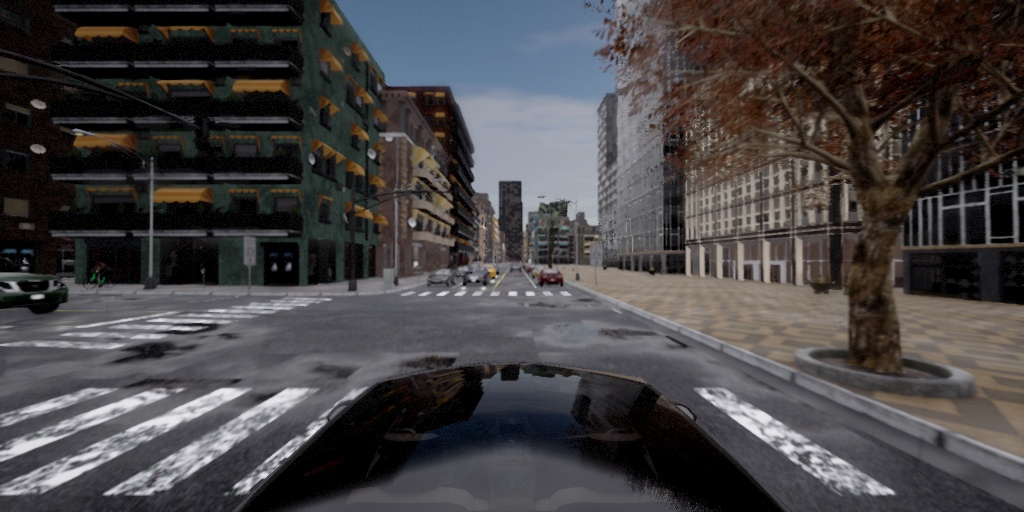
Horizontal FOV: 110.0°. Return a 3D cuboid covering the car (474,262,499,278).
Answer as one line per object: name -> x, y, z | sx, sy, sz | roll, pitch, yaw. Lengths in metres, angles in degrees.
car -> -2.753, 1.685, 38.671 | 1.882, 1.535, 5.008 | 0, -1, 0

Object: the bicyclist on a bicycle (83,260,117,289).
bicyclist on a bicycle -> -22.991, 1.030, 20.039 | 0.582, 1.620, 1.656 | 1, 0, 0

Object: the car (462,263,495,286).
car -> -2.831, 1.581, 29.297 | 2.128, 1.511, 4.902 | 0, -1, 1

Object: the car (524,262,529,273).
car -> 3.193, 1.992, 55.606 | 1.802, 1.307, 4.207 | 0, 0, 1

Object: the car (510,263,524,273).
car -> 0.633, 1.953, 59.117 | 2.128, 1.511, 4.902 | 0, -1, 0

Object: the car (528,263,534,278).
car -> 3.045, 1.723, 39.181 | 1.751, 1.417, 4.829 | 0, 0, 1

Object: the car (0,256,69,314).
car -> -17.688, 0.901, 11.312 | 5.566, 2.045, 2.150 | 1, -1, 0

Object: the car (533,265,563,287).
car -> 2.944, 1.604, 27.947 | 1.888, 1.381, 4.507 | 0, 0, 1

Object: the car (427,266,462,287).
car -> -5.436, 1.631, 28.022 | 2.007, 1.370, 4.403 | 0, 0, 1
